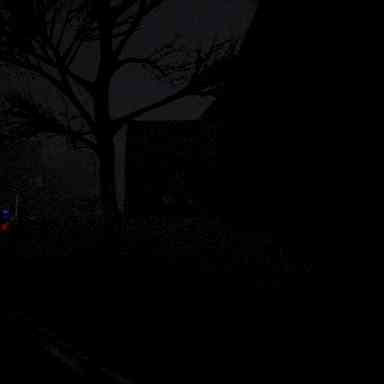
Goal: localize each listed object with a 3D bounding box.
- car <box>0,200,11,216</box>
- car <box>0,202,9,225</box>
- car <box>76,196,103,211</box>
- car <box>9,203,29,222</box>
[{"bbox_3d":[-20.049,1.598,32.407,2.128,1.511,4.902,1,-1,1],"label":"car"},{"bbox_3d":[-14.352,1.443,22.463,2.097,1.767,4.553,1,-1,-15],"label":"car"},{"bbox_3d":[-14.473,1.651,47.882,2.150,2.045,5.566,1,-1,14],"label":"car"},{"bbox_3d":[-15.399,1.673,27.999,1.812,1.442,4.674,1,-1,-7],"label":"car"}]
